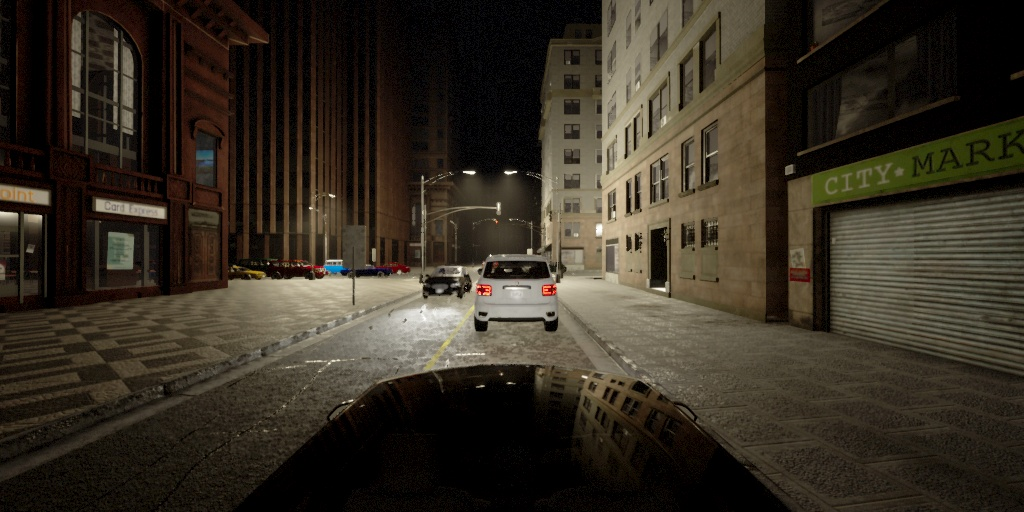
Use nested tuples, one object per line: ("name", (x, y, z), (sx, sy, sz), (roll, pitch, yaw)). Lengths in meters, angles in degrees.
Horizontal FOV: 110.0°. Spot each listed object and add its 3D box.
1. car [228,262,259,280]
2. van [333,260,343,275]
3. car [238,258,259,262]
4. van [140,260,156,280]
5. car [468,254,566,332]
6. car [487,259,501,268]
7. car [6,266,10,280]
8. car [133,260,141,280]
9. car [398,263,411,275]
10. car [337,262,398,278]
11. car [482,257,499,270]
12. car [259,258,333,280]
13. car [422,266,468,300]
("car", (-25.076, 1.552, 32.753), (4.829, 1.417, 1.751), (0, 0, 0))
("van", (-19.600, 1.340, 41.259), (3.998, 1.789, 1.690), (0, 0, 0))
("car", (-24.110, 1.247, 35.314), (5.566, 2.045, 2.150), (-1, 0, -1))
("van", (-30.870, 1.435, 32.774), (3.998, 1.789, 1.690), (0, 0, 0))
("car", (0.100, 0.974, 11.046), (2.150, 2.045, 5.566), (0, 0, 0))
("car", (-3.066, 1.221, 60.843), (2.128, 1.511, 4.902), (0, 0, 0))
("car", (-47.742, 1.849, 32.834), (4.403, 1.370, 2.007), (0, 0, 0))
("car", (-34.466, 1.372, 35.370), (5.566, 2.045, 2.150), (-1, 0, 0))
("car", (-13.976, 1.477, 41.239), (4.507, 1.381, 1.888), (0, 0, 0))
("car", (-14.145, 1.506, 35.285), (4.718, 1.301, 1.895), (-1, 0, 0))
("car", (-3.111, 1.097, 51.765), (2.097, 1.767, 4.553), (0, 0, 1))
("car", (-19.621, 1.273, 32.733), (5.009, 1.841, 2.192), (0, 0, 0))
("car", (-3.117, 1.246, 17.863), (2.128, 1.511, 4.902), (0, 0, 0))
